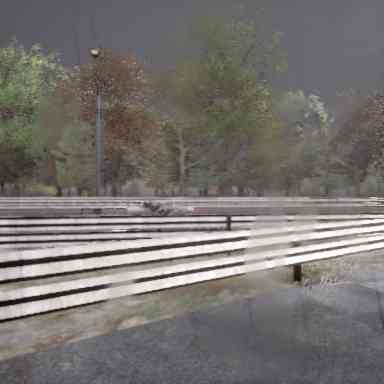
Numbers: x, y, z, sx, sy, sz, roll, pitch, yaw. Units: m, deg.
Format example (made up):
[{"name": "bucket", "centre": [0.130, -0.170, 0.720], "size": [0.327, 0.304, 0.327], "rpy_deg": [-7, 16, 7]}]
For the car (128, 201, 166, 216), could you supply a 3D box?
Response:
[{"name": "car", "centre": [-1.275, 1.372, 20.092], "size": [4.718, 1.301, 1.895], "rpy_deg": [0, 1, -14]}]

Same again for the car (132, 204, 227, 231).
[{"name": "car", "centre": [-0.411, 1.437, 16.702], "size": [4.718, 1.301, 1.895], "rpy_deg": [0, 1, -14]}]
